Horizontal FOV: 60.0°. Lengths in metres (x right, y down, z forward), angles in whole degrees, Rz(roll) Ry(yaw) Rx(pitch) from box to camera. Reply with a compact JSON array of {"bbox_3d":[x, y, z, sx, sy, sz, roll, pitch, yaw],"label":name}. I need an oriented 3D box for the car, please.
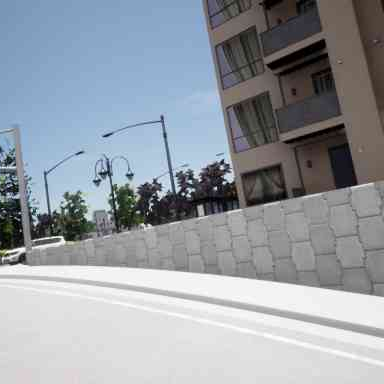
[{"bbox_3d":[-14.082,5.317,30.302,2.150,2.045,5.566,-14,-8,35],"label":"car"}]
